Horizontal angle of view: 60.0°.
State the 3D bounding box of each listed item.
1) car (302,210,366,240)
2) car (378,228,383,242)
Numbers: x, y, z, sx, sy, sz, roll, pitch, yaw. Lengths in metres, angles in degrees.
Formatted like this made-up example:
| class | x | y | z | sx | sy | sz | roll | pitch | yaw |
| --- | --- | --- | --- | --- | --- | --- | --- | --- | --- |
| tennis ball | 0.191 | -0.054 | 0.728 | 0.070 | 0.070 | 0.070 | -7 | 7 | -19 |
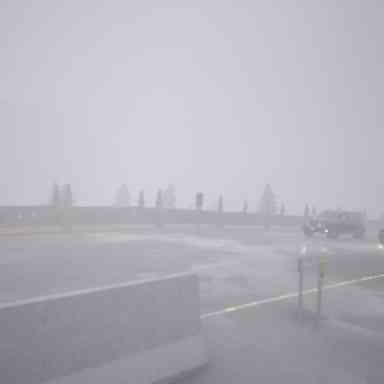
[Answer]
| class | x | y | z | sx | sy | sz | roll | pitch | yaw |
| --- | --- | --- | --- | --- | --- | --- | --- | --- | --- |
| car | 10.504 | 2.361 | 24.380 | 5.566 | 2.045 | 2.150 | 6 | -3 | -35 |
| car | 14.909 | 2.849 | 23.219 | 4.902 | 1.511 | 2.128 | 5 | -3 | -35 |
